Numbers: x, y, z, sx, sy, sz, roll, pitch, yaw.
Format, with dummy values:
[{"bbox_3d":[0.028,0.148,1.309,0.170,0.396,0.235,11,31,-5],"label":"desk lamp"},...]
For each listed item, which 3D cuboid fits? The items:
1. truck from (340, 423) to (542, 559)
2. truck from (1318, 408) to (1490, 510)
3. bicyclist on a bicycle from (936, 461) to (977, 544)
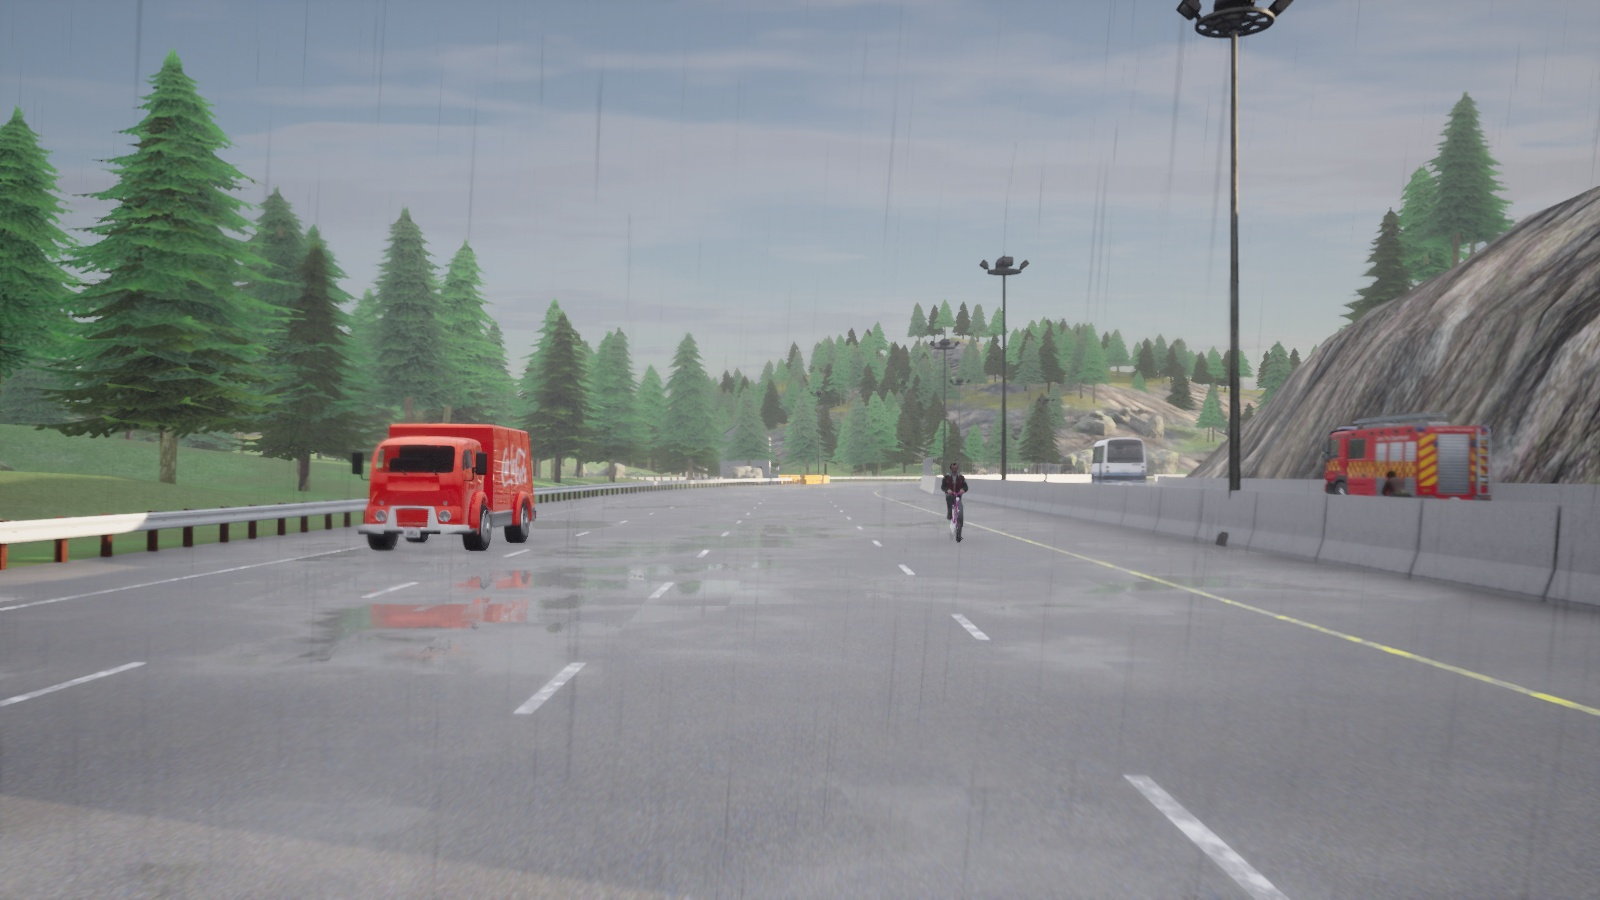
[{"bbox_3d":[-7.064,0.782,25.463,2.627,2.467,5.204,0,-1,0],"label":"truck"},{"bbox_3d":[24.371,0.411,51.290,2.891,3.827,8.468,0,-1,0],"label":"truck"},{"bbox_3d":[3.432,1.135,27.676,0.659,1.776,1.843,0,-1,0],"label":"bicyclist on a bicycle"}]
